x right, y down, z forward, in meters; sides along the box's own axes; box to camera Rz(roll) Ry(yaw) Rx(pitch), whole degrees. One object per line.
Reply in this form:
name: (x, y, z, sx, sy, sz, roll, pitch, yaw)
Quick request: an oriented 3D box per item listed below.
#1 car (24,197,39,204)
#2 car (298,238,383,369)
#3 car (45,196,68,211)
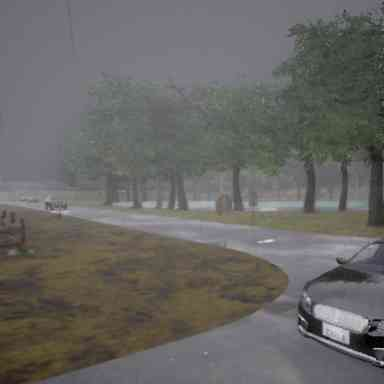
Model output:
car: (-37.711, 1.972, 78.905, 1.837, 1.490, 4.892, -2, 1, -35)
car: (3.837, 1.573, 5.689, 4.902, 1.511, 2.128, 1, -1, -36)
car: (-20.041, 1.585, 48.994, 2.150, 2.045, 5.566, -2, 1, -35)
